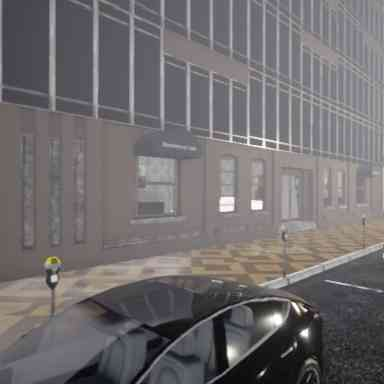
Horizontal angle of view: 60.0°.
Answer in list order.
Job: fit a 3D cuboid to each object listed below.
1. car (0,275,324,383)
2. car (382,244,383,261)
[{"bbox_3d":[-0.418,1.563,2.829,4.313,1.339,1.947,0,0,-45],"label":"car"},{"bbox_3d":[7.590,1.566,10.797,4.403,1.369,2.008,0,0,-45],"label":"car"}]
